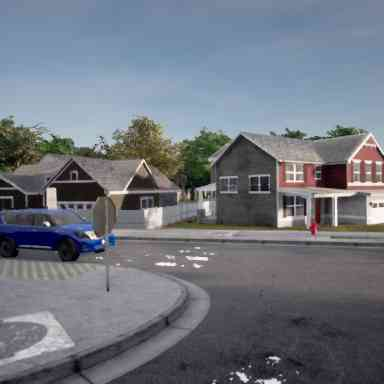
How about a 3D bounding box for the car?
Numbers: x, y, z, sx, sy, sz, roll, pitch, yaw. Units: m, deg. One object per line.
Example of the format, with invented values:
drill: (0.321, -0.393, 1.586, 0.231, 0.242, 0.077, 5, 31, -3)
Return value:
car: (-6.137, 1.763, 14.645, 5.566, 2.045, 2.150, -2, 0, 22)
